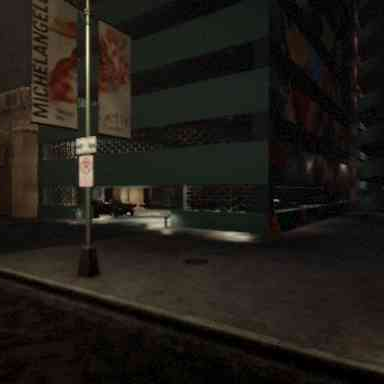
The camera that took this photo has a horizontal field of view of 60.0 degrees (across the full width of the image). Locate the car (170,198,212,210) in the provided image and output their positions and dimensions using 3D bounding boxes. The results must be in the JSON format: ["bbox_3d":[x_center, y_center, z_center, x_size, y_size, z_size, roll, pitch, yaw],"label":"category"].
[{"bbox_3d":[-0.094,1.340,37.281,4.718,1.301,1.895,0,0,35],"label":"car"}]

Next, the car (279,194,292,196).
[{"bbox_3d":[23.351,1.212,85.976,4.892,1.521,2.231,0,0,35],"label":"car"}]

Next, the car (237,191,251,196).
[{"bbox_3d":[9.742,0.860,52.969,5.566,2.045,2.435,0,0,35],"label":"car"}]

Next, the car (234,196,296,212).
[{"bbox_3d":[5.342,1.242,24.426,4.674,1.452,2.002,0,0,35],"label":"car"}]

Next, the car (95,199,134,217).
[{"bbox_3d":[-7.034,1.316,27.976,4.786,1.482,2.161,0,0,35],"label":"car"}]
